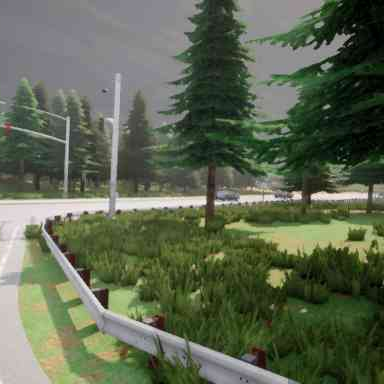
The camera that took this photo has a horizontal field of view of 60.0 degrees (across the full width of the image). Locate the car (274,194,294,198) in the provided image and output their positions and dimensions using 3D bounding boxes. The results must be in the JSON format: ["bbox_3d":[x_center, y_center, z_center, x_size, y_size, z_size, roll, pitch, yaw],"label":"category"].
[{"bbox_3d":[16.530,0.521,59.401,2.033,1.411,5.357,5,3,37],"label":"car"}]

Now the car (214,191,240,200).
[{"bbox_3d":[4.368,0.524,43.663,2.033,1.411,5.357,5,3,38],"label":"car"}]
